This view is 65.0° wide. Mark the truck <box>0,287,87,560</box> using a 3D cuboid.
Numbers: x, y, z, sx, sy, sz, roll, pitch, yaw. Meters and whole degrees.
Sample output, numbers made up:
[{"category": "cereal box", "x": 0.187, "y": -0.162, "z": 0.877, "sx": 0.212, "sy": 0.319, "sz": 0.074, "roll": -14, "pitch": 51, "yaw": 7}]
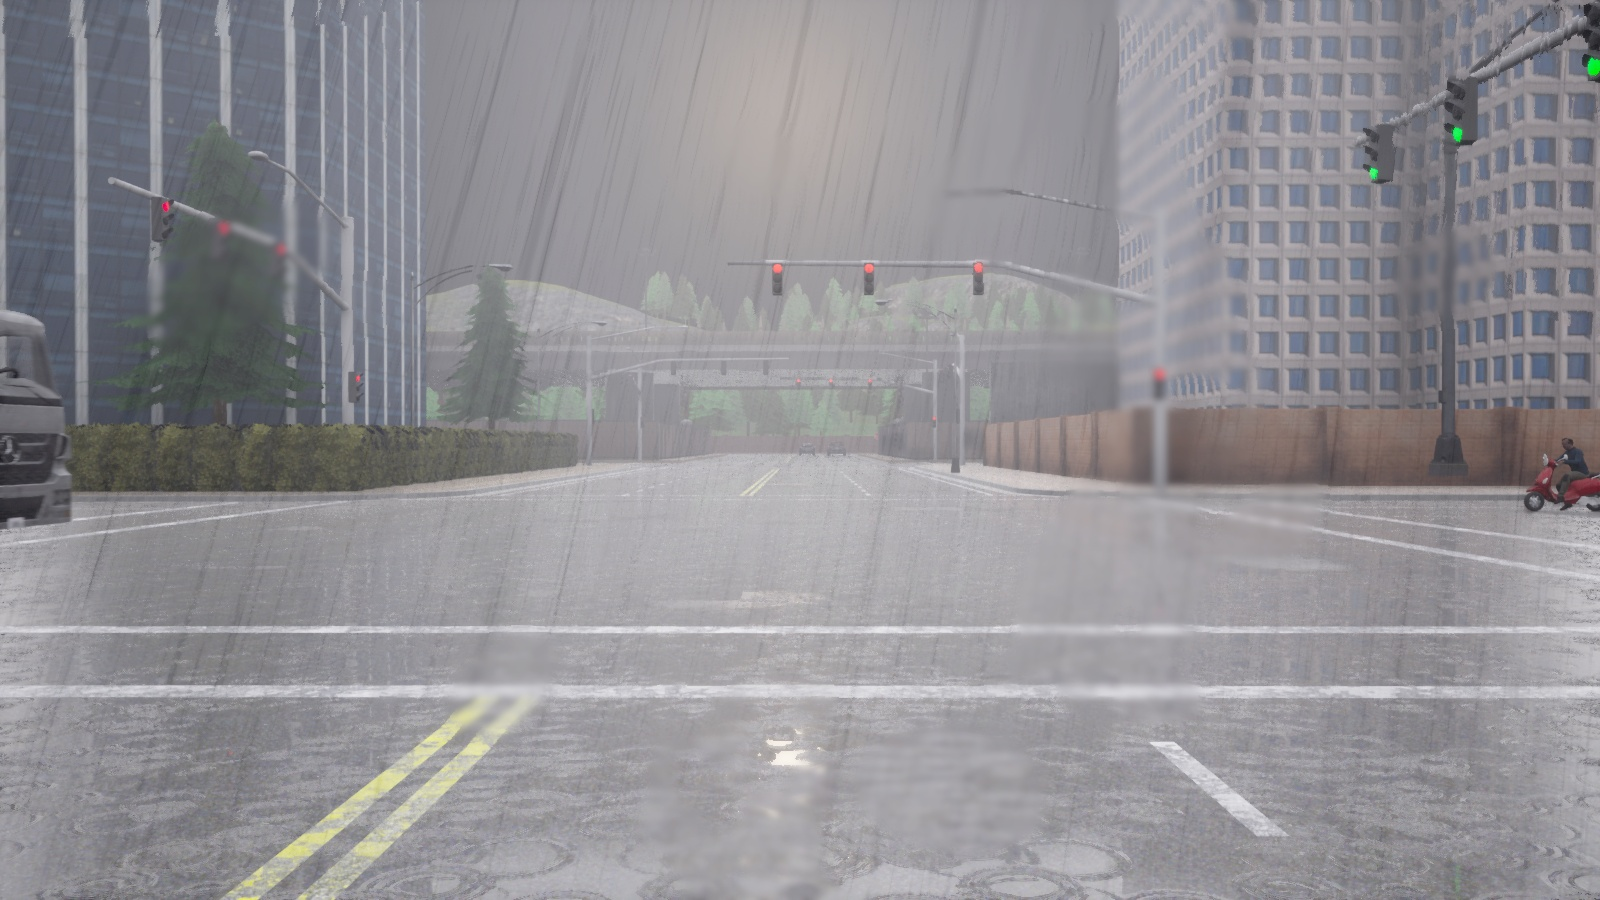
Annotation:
[{"category": "truck", "x": -14.084, "y": -0.339, "z": 16.377, "sx": 7.936, "sy": 3.462, "sz": 2.891, "roll": 0, "pitch": 0, "yaw": 1}]

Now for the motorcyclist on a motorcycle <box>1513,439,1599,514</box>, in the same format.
[{"category": "motorcyclist on a motorcycle", "x": 16.569, "y": 0.560, "z": 27.136, "sx": 1.817, "sy": 1.590, "sz": 0.866, "roll": 0, "pitch": 0, "yaw": 1}]
